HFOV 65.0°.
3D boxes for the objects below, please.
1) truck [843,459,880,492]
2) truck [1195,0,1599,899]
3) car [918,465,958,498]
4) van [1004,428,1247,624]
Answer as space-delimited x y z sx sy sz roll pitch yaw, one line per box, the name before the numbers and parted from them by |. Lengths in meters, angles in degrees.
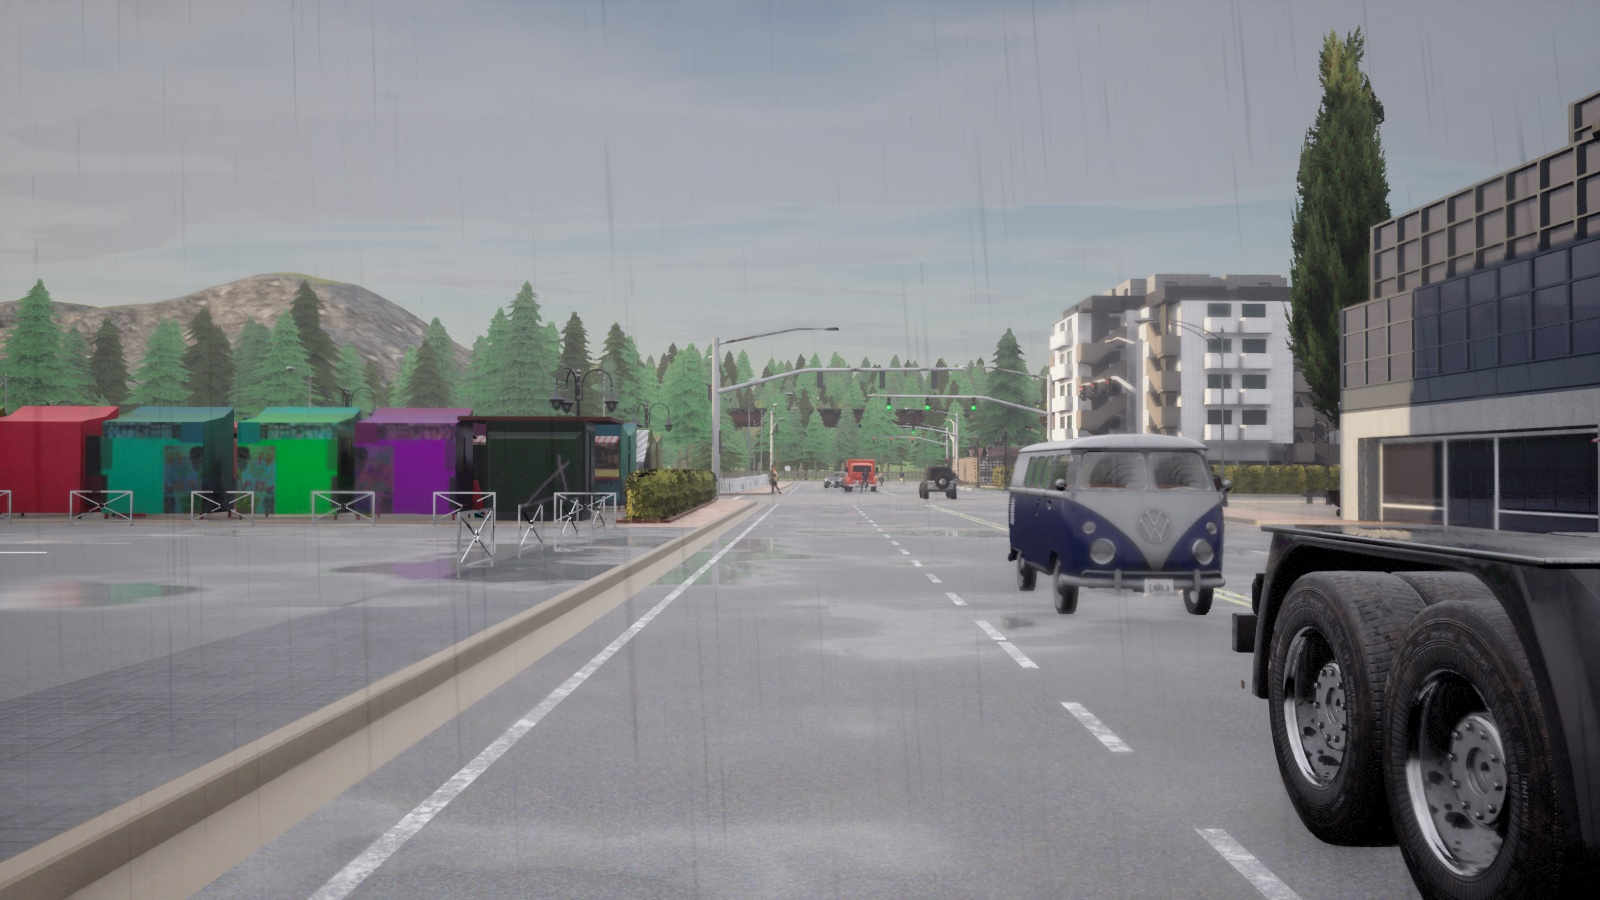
truck | 4.721 1.936 97.141 2.627 2.467 5.204 0 -1 1
truck | 3.522 -0.137 2.678 2.891 3.462 7.936 0 -1 1
car | 7.899 1.785 71.992 1.905 1.878 3.866 0 -1 1
van | 3.668 0.802 14.985 1.775 1.987 4.442 0 -1 1
